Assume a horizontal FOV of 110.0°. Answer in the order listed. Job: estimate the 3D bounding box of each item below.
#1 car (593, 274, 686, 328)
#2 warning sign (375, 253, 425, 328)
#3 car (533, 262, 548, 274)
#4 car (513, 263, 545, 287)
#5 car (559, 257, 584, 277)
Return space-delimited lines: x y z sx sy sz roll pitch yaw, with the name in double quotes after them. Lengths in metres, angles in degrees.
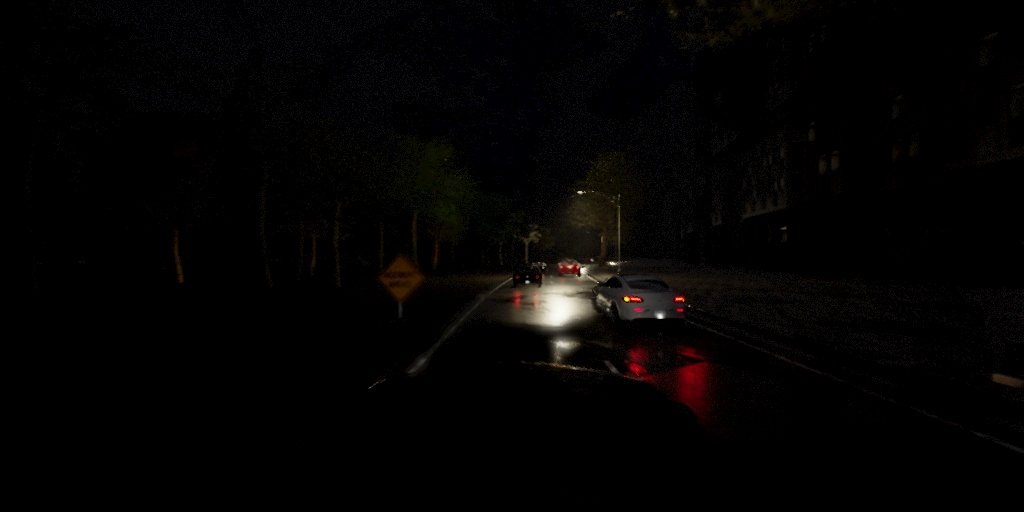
3.822 1.280 11.335 1.812 1.442 4.674 0 0 2 "car"
-2.936 0.860 9.460 1.300 1.860 1.060 0 0 2 "warning sign"
3.179 1.359 41.816 1.895 1.301 4.718 0 0 9 "car"
1.160 1.352 24.703 1.895 1.301 4.718 0 0 5 "car"
5.798 1.111 36.049 2.097 1.767 4.553 0 0 8 "car"
